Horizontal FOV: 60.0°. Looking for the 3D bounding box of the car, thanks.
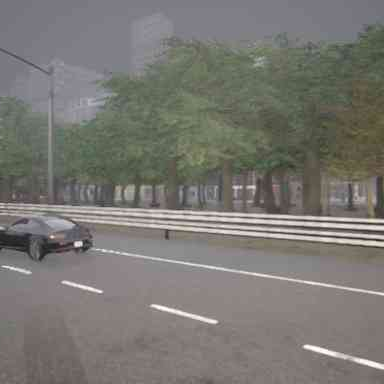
[{"bbox_3d":[-5.563,1.528,12.140,4.674,1.442,1.812,0,0,36],"label":"car"}]
